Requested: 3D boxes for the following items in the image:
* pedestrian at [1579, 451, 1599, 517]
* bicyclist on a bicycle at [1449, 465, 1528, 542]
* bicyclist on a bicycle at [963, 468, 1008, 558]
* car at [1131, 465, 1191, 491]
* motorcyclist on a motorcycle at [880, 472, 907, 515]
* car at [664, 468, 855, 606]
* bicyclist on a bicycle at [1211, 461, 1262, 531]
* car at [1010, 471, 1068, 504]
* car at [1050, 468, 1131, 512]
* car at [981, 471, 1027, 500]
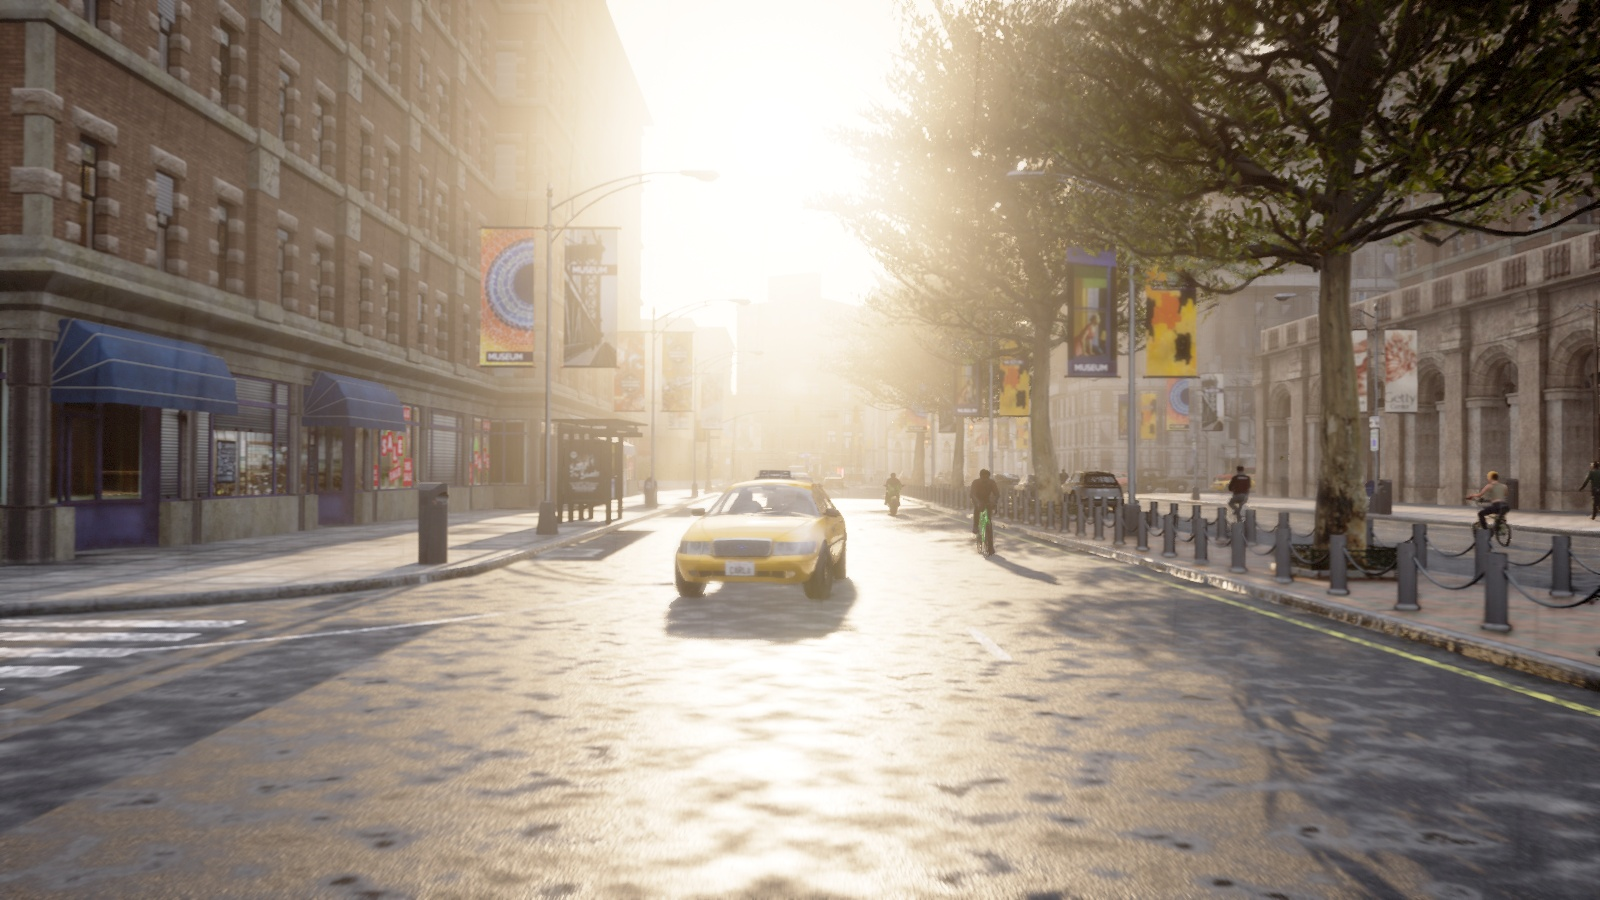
[{"bbox_3d":[23.655,1.002,37.355,0.423,1.949,0.788,0,-1,1],"label":"pedestrian"},{"bbox_3d":[14.920,1.148,27.253,0.866,1.612,1.509,0,-1,0],"label":"bicyclist on a bicycle"},{"bbox_3d":[3.436,1.146,23.410,0.582,1.620,1.656,0,-1,0],"label":"bicyclist on a bicycle"},{"bbox_3d":[26.684,2.058,92.819,3.866,1.878,1.905,0,-1,0],"label":"car"},{"bbox_3d":[3.377,1.543,45.385,0.797,1.523,2.044,0,-1,0],"label":"motorcyclist on a motorcycle"},{"bbox_3d":[-0.357,1.041,17.090,1.801,1.575,5.366,0,-1,7],"label":"car"},{"bbox_3d":[11.410,1.190,32.890,0.659,1.776,1.843,0,-1,0],"label":"bicyclist on a bicycle"},{"bbox_3d":[11.337,1.775,59.849,1.837,1.490,4.892,0,-1,0],"label":"car"},{"bbox_3d":[11.360,1.527,49.466,2.033,1.649,4.856,0,-1,0],"label":"car"},{"bbox_3d":[11.240,1.937,69.465,1.837,1.490,4.892,0,-1,1],"label":"car"}]
